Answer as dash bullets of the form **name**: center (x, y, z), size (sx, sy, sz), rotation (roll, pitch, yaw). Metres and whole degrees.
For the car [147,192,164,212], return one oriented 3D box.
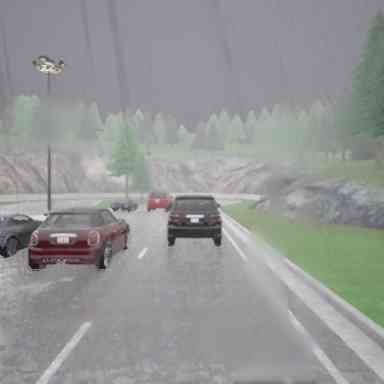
- **car**: center (-3.222, 0.989, 34.481), size (2.150, 2.045, 5.566), rotation (0, 0, 2)

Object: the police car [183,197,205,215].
- **police car**: center (0.230, 1.282, 32.913), size (2.038, 1.542, 4.974), rotation (0, 0, 2)

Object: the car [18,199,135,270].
- **car**: center (-3.396, 1.278, 10.898), size (2.097, 1.767, 4.553), rotation (0, 0, 0)

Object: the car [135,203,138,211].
- **car**: center (-6.749, 1.372, 33.845), size (1.895, 1.301, 4.718), rotation (0, 0, 2)

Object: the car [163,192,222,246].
- **car**: center (0.107, 1.120, 14.919), size (2.150, 2.045, 5.566), rotation (0, 0, 0)

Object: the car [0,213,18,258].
- **car**: center (-6.895, 1.479, 12.431), size (1.994, 1.385, 4.181), rotation (0, 0, 0)
